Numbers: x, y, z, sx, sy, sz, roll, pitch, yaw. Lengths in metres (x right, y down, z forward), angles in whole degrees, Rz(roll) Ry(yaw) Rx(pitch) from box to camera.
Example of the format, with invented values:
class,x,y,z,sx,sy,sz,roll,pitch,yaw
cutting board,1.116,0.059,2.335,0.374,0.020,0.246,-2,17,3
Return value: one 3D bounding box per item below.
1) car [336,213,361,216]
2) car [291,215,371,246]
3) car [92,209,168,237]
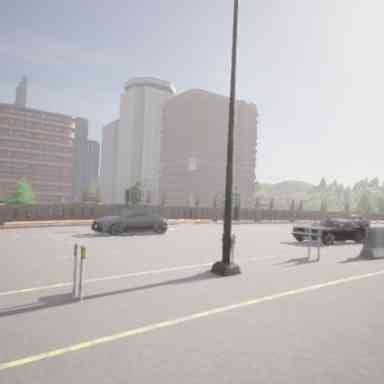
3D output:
class,x,y,z,sx,sy,sz,roll,pitch,yaw
car,11.641,2.388,25.203,4.902,1.511,2.128,4,-2,-35
car,7.497,2.096,17.948,4.718,1.301,1.895,4,-2,-35
car,-3.431,1.674,18.745,4.181,1.385,1.994,2,-1,-35
